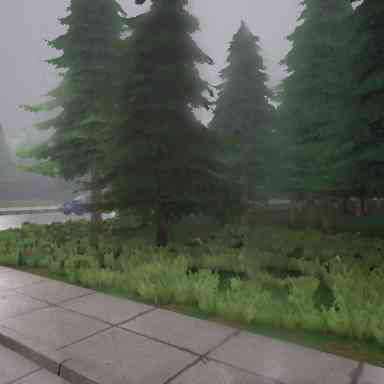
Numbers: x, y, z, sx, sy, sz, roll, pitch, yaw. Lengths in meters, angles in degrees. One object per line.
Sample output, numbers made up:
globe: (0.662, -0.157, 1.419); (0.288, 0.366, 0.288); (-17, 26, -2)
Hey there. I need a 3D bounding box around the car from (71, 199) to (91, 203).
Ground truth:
car: (-10.274, 1.195, 32.854); (2.150, 2.045, 5.566); (0, 0, 35)
